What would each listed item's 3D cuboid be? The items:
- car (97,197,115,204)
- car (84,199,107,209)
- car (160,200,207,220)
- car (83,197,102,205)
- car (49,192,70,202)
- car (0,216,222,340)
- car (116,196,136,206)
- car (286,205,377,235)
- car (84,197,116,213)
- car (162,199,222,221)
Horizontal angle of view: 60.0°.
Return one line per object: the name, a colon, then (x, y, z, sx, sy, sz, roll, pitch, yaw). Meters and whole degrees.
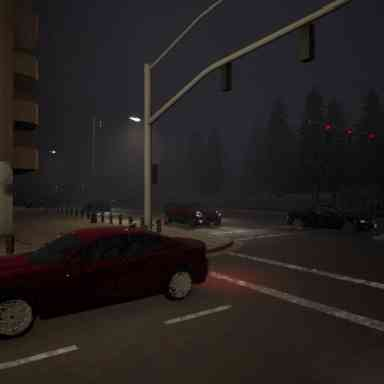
car: (-16.723, 1.656, 64.459, 1.895, 1.301, 4.718, 0, 0, -36)
car: (-14.183, 1.656, 48.707, 1.895, 1.301, 4.718, 0, 0, -35)
car: (-0.907, 1.557, 30.205, 1.837, 1.490, 4.892, 0, 1, -36)
car: (-18.049, 1.656, 60.339, 1.895, 1.301, 4.718, 0, 0, -36)
car: (-20.790, 0.935, 51.996, 2.150, 2.045, 5.566, 0, 0, -36)
car: (-1.944, 1.477, 6.728, 5.008, 1.535, 1.882, 0, 0, -36)
car: (-11.461, 1.408, 57.183, 2.097, 1.767, 4.553, 0, 0, -36)
car: (7.819, 1.529, 19.076, 2.128, 1.511, 4.902, 0, -1, -45)
car: (-10.752, 1.619, 37.896, 1.994, 1.385, 4.181, 0, 0, -36)
car: (-0.004, 1.409, 22.962, 2.097, 1.767, 4.553, 0, 0, -36)
